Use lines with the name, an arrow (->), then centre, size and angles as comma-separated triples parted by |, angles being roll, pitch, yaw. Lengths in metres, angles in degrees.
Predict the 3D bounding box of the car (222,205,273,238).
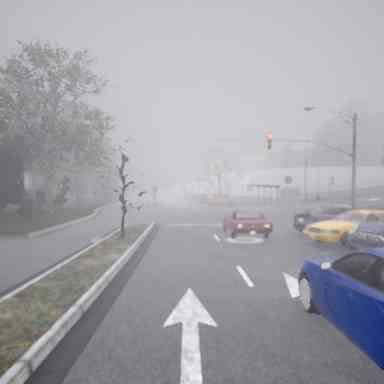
car -> 2.720, 1.568, 17.418 | 1.895, 1.301, 4.718 | 0, 0, -2

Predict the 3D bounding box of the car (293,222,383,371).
car -> 3.037, 1.468, 4.548 | 1.882, 1.535, 5.008 | 0, 0, -1

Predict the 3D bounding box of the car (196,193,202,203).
car -> 4.190, 1.304, 61.272 | 5.566, 2.045, 2.435 | 1, 0, -27

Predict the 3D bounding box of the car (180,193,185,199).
car -> 0.417, 1.234, 91.095 | 5.566, 2.045, 2.435 | 1, 0, -27

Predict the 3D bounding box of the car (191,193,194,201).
car -> 3.254, 1.523, 70.327 | 5.366, 1.575, 1.946 | 0, 0, -27

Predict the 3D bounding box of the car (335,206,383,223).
car -> 7.643, 1.331, 11.536 | 4.553, 1.767, 2.185 | 1, 0, -22

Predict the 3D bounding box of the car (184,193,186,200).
car -> 1.136, 1.360, 85.111 | 4.553, 1.767, 2.185 | 1, 0, -27

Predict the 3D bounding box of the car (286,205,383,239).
car -> 7.606, 1.479, 17.526 | 4.792, 1.488, 2.163 | 1, 0, -22

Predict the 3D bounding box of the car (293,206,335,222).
car -> 7.354, 1.445, 14.475 | 5.366, 1.575, 1.946 | 1, 0, -22

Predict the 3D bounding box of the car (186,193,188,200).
car -> 1.944, 1.499, 79.170 | 4.892, 1.521, 2.231 | 1, 0, -27

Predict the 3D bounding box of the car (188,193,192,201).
car -> 2.733, 1.263, 73.233 | 5.566, 2.045, 2.435 | 0, 0, -27

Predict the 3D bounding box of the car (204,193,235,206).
car -> 4.878, 1.451, 55.297 | 4.553, 1.767, 2.185 | 0, 0, -27

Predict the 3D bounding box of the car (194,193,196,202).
car -> 3.869, 1.293, 64.292 | 5.566, 2.045, 2.435 | 0, 0, -27

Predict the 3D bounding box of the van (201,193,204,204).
van -> 4.468, 1.339, 58.246 | 4.442, 1.987, 1.878 | 0, 0, -27
